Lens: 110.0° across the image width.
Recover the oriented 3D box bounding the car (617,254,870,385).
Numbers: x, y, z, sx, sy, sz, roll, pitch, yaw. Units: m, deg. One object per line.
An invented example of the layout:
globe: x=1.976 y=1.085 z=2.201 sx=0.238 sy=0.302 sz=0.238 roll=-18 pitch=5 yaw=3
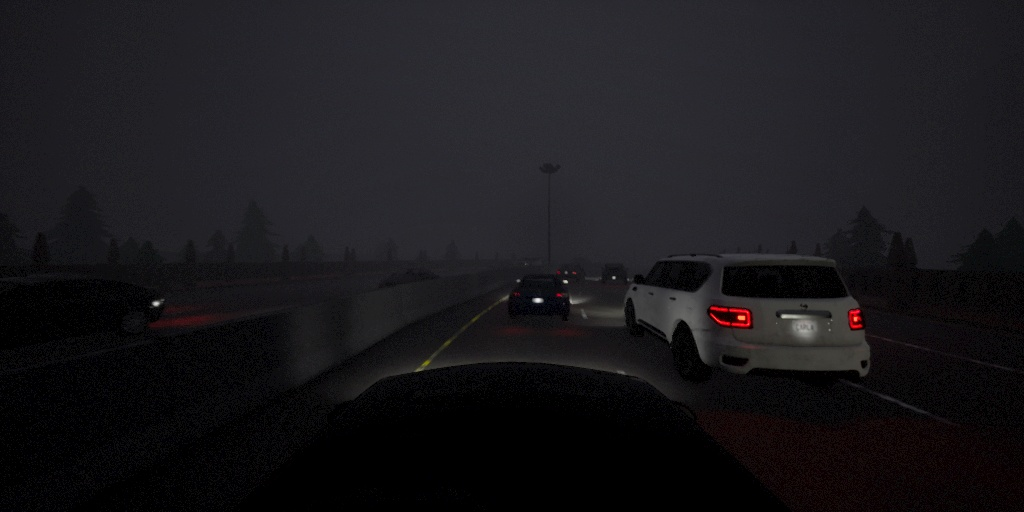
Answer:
car: x=3.914 y=0.986 z=7.244 sx=2.150 sy=2.045 sz=5.566 roll=0 pitch=0 yaw=4

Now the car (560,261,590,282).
car: x=5.029 y=1.349 z=30.191 sx=2.033 sy=1.411 sz=5.357 roll=0 pitch=0 yaw=19

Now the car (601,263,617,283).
car: x=8.072 y=1.308 z=28.094 sx=1.837 sy=1.490 sz=4.892 roll=0 pitch=0 yaw=18

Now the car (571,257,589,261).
car: x=11.039 y=1.156 z=58.807 sx=2.150 sy=2.045 sz=5.566 roll=0 pitch=0 yaw=30

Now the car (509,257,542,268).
car: x=2.266 y=1.098 z=50.269 sx=2.150 sy=2.045 sz=5.566 roll=0 pitch=-1 yaw=29

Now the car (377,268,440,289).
car: x=-5.269 y=1.313 z=18.878 sx=1.994 sy=1.385 sz=4.181 roll=0 pitch=0 yaw=12

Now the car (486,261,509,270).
car: x=-1.541 y=1.414 z=50.585 sx=2.033 sy=1.411 sz=5.357 roll=0 pitch=0 yaw=28

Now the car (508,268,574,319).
car: x=1.044 y=1.323 z=12.884 sx=1.994 sy=1.385 sz=4.181 roll=0 pitch=0 yaw=7

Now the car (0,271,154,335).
car: x=-13.522 y=1.233 z=10.150 sx=1.812 sy=1.442 sz=4.674 roll=0 pitch=0 yaw=6

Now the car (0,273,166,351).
car: x=-10.219 y=1.220 z=7.442 sx=1.837 sy=1.490 sz=4.892 roll=0 pitch=0 yaw=4
